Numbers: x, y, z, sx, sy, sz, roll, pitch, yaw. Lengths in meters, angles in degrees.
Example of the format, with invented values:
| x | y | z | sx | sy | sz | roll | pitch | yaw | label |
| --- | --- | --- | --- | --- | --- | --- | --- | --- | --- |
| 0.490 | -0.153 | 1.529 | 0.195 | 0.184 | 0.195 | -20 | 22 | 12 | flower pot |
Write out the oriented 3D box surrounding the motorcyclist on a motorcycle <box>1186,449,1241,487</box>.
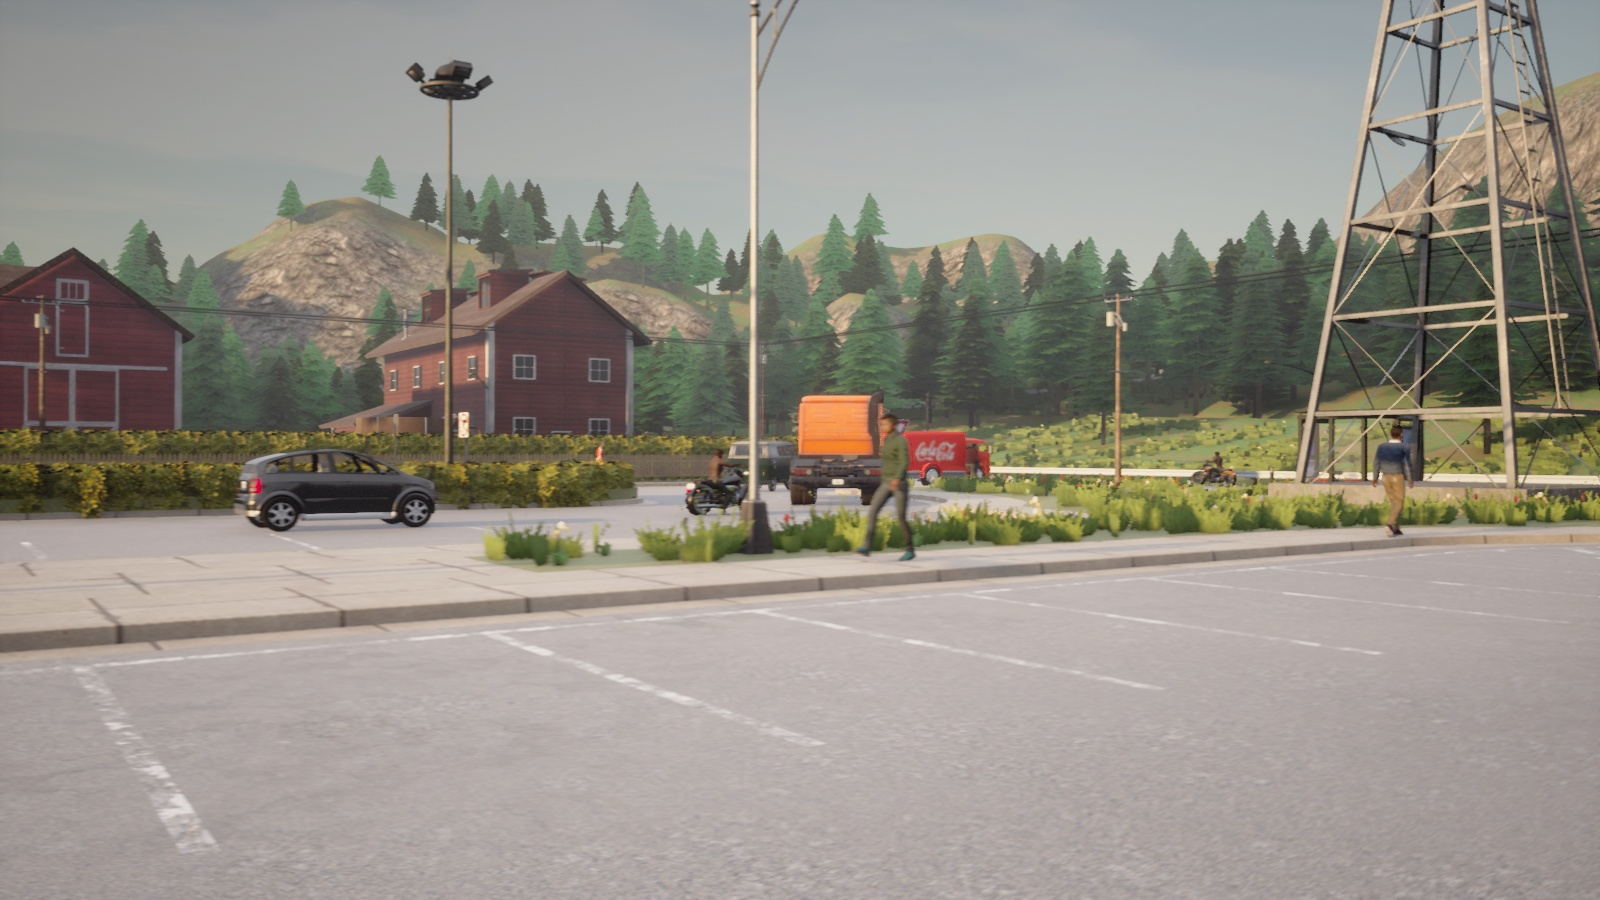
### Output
| x | y | z | sx | sy | sz | roll | pitch | yaw | label |
| --- | --- | --- | --- | --- | --- | --- | --- | --- | --- |
| 18.316 | 0.793 | 55.692 | 0.766 | 1.649 | 2.350 | 0 | 0 | -34 | motorcyclist on a motorcycle |

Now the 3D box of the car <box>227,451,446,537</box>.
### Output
| x | y | z | sx | sy | sz | roll | pitch | yaw | label |
| --- | --- | --- | --- | --- | --- | --- | --- | --- | --- |
| -9.062 | 0.803 | 24.633 | 3.705 | 1.549 | 1.789 | 0 | 0 | -34 | car |

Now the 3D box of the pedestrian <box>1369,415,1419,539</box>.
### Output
| x | y | z | sx | sy | sz | roll | pitch | yaw | label |
| --- | --- | --- | --- | --- | --- | --- | --- | --- | --- |
| 9.573 | 0.429 | 20.236 | 0.788 | 1.949 | 0.423 | 0 | 0 | -39 | pedestrian |

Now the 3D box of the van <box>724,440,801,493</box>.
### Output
| x | y | z | sx | sy | sz | roll | pitch | yaw | label |
| --- | --- | --- | --- | --- | --- | --- | --- | --- | --- |
| -1.413 | 0.622 | 49.527 | 1.775 | 1.987 | 4.442 | 0 | 0 | 16 | van |

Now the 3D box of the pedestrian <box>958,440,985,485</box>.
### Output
| x | y | z | sx | sy | sz | roll | pitch | yaw | label |
| --- | --- | --- | --- | --- | --- | --- | --- | --- | --- |
| 7.057 | 0.512 | 51.745 | 0.899 | 1.844 | 0.634 | 0 | 0 | -30 | pedestrian |

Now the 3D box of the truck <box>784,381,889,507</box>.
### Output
| x | y | z | sx | sy | sz | roll | pitch | yaw | label |
| --- | --- | --- | --- | --- | --- | --- | --- | --- | --- |
| 1.204 | -0.145 | 38.590 | 2.891 | 3.462 | 7.936 | 0 | 0 | 3 | truck |

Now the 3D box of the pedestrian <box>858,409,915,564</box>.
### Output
| x | y | z | sx | sy | sz | roll | pitch | yaw | label |
| --- | --- | --- | --- | --- | --- | --- | --- | --- | --- |
| 1.054 | 0.435 | 15.282 | 0.614 | 1.847 | 0.353 | 0 | 0 | -37 | pedestrian |

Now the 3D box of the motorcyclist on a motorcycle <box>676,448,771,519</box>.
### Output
| x | y | z | sx | sy | sz | roll | pitch | yaw | label |
| --- | --- | --- | --- | --- | --- | --- | --- | --- | --- |
| -1.818 | 0.773 | 30.093 | 0.766 | 1.649 | 2.350 | 0 | 0 | 45 | motorcyclist on a motorcycle |

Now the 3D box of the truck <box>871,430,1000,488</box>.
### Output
| x | y | z | sx | sy | sz | roll | pitch | yaw | label |
| --- | --- | --- | --- | --- | --- | --- | --- | --- | --- |
| 6.037 | 0.382 | 55.714 | 5.204 | 2.467 | 2.627 | 0 | 0 | -33 | truck |
